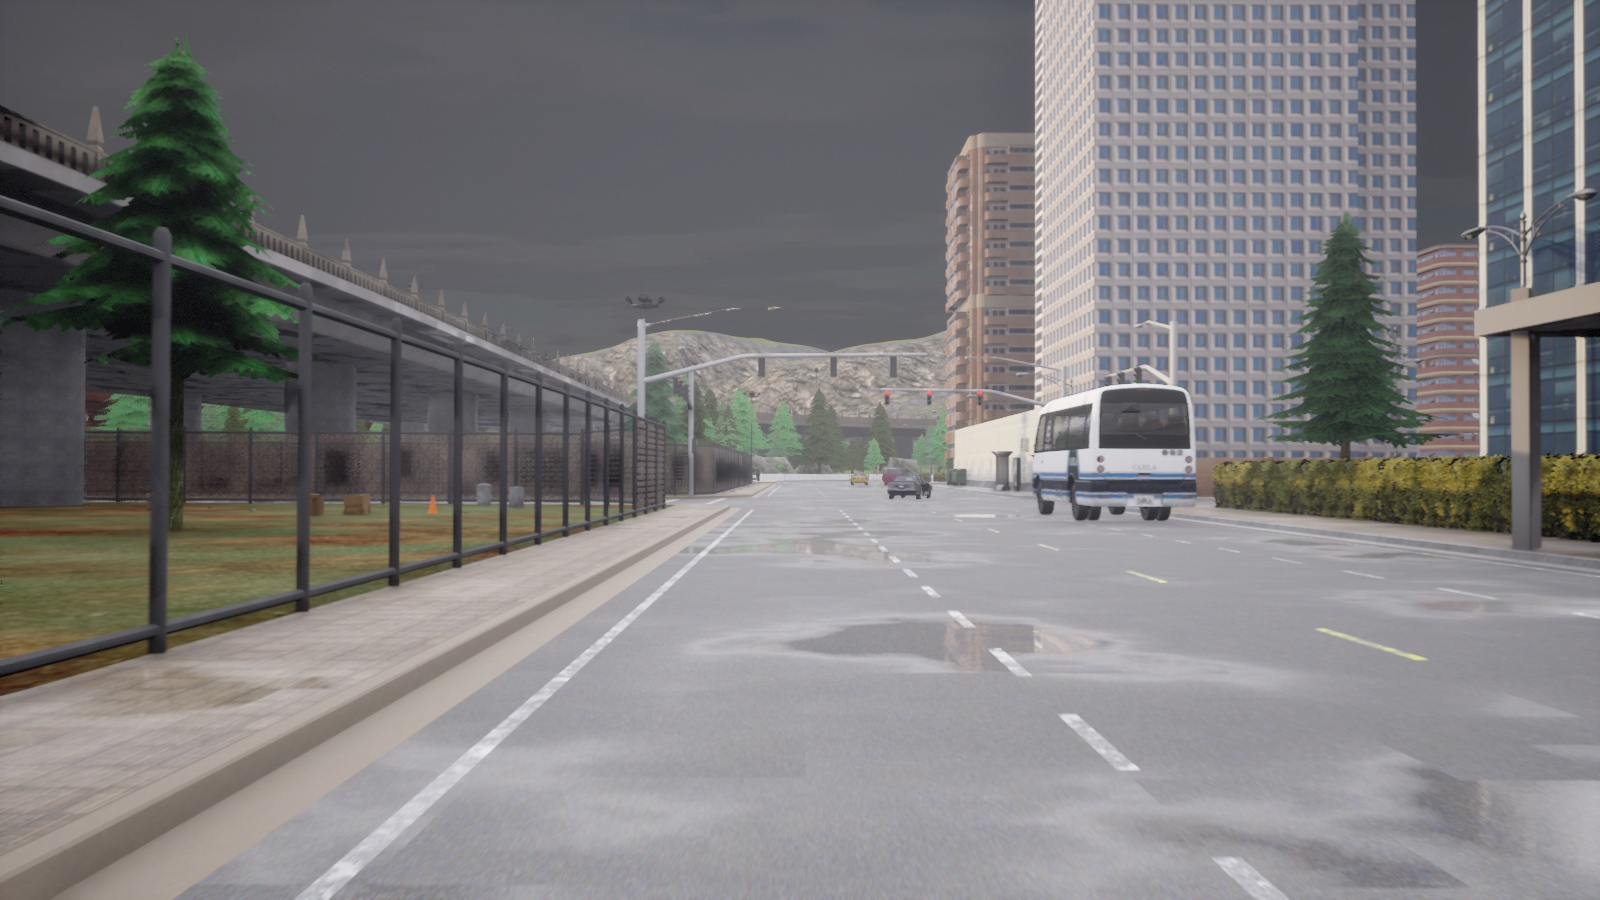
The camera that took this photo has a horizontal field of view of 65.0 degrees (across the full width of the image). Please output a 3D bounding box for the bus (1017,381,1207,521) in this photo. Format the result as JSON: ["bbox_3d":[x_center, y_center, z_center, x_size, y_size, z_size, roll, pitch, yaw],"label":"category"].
[{"bbox_3d":[10.388,0.122,43.352,3.944,4.253,10.273,0,-1,0],"label":"bus"}]

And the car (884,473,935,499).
[{"bbox_3d":[6.414,2.075,73.004,2.033,1.411,5.357,0,-1,16],"label":"car"}]
